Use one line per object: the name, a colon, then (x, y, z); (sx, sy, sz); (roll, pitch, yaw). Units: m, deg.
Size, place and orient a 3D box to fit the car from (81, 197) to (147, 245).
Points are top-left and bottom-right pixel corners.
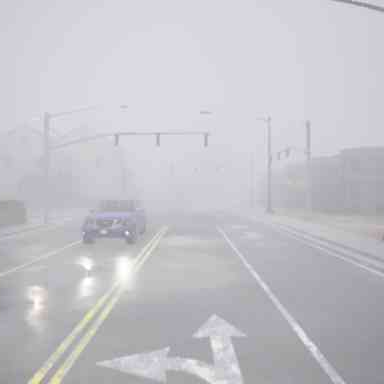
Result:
car: (-3.565, 1.297, 16.311); (2.150, 2.045, 5.566); (0, -1, 1)
